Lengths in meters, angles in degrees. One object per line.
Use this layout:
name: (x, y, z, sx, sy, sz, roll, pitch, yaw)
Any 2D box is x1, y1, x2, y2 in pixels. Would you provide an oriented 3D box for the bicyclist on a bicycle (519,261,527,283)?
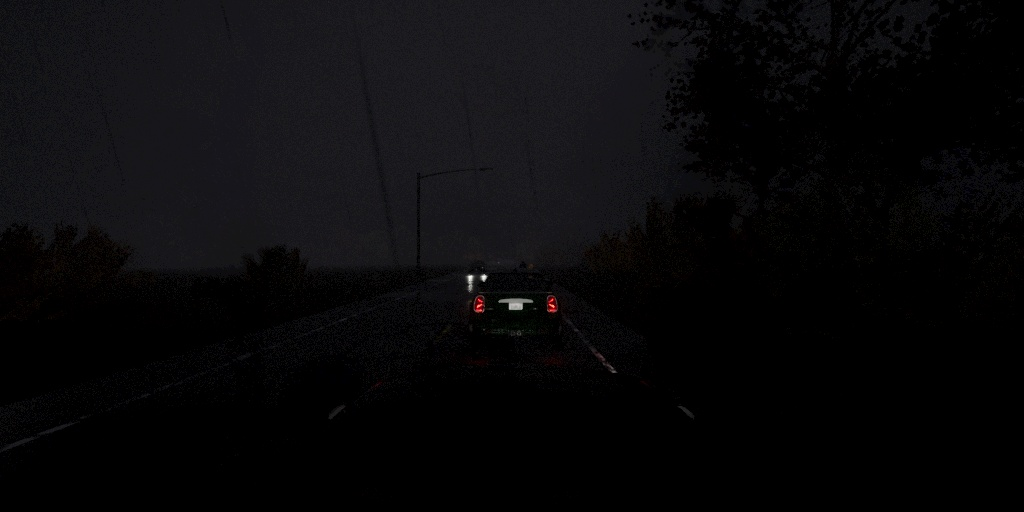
bicyclist on a bicycle: (0.843, 1.193, 27.256, 0.582, 1.620, 1.656, 0, 0, 0)

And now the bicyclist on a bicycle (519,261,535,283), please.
bicyclist on a bicycle: (0.905, 1.180, 17.139, 0.866, 1.612, 1.509, 0, 0, 0)

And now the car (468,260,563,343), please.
car: (0.073, 1.099, 9.795, 2.097, 1.767, 4.553, 0, 0, 0)
